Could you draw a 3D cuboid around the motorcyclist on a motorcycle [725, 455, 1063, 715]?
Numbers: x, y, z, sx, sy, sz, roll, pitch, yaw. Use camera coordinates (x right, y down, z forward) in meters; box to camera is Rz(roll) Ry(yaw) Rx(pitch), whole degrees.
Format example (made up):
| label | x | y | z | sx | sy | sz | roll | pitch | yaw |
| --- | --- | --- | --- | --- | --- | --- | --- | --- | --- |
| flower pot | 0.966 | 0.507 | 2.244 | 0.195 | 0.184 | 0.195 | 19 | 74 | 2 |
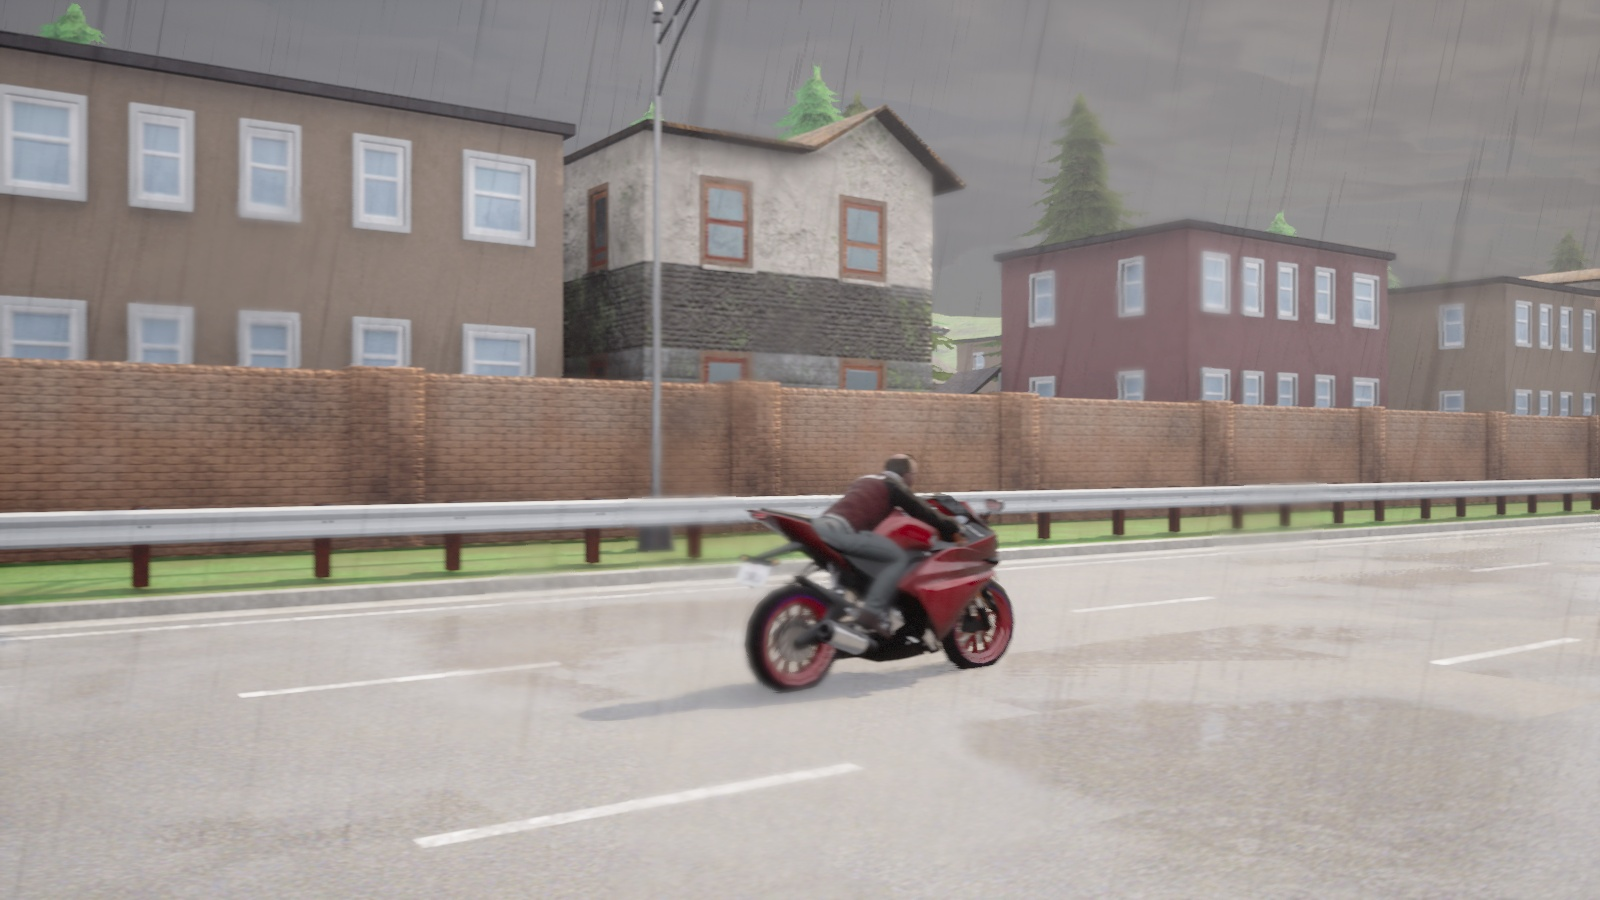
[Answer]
| label | x | y | z | sx | sy | sz | roll | pitch | yaw |
| --- | --- | --- | --- | --- | --- | --- | --- | --- | --- |
| motorcyclist on a motorcycle | 0.665 | 0.799 | 8.386 | 2.191 | 1.530 | 0.866 | 0 | 0 | -35 |
